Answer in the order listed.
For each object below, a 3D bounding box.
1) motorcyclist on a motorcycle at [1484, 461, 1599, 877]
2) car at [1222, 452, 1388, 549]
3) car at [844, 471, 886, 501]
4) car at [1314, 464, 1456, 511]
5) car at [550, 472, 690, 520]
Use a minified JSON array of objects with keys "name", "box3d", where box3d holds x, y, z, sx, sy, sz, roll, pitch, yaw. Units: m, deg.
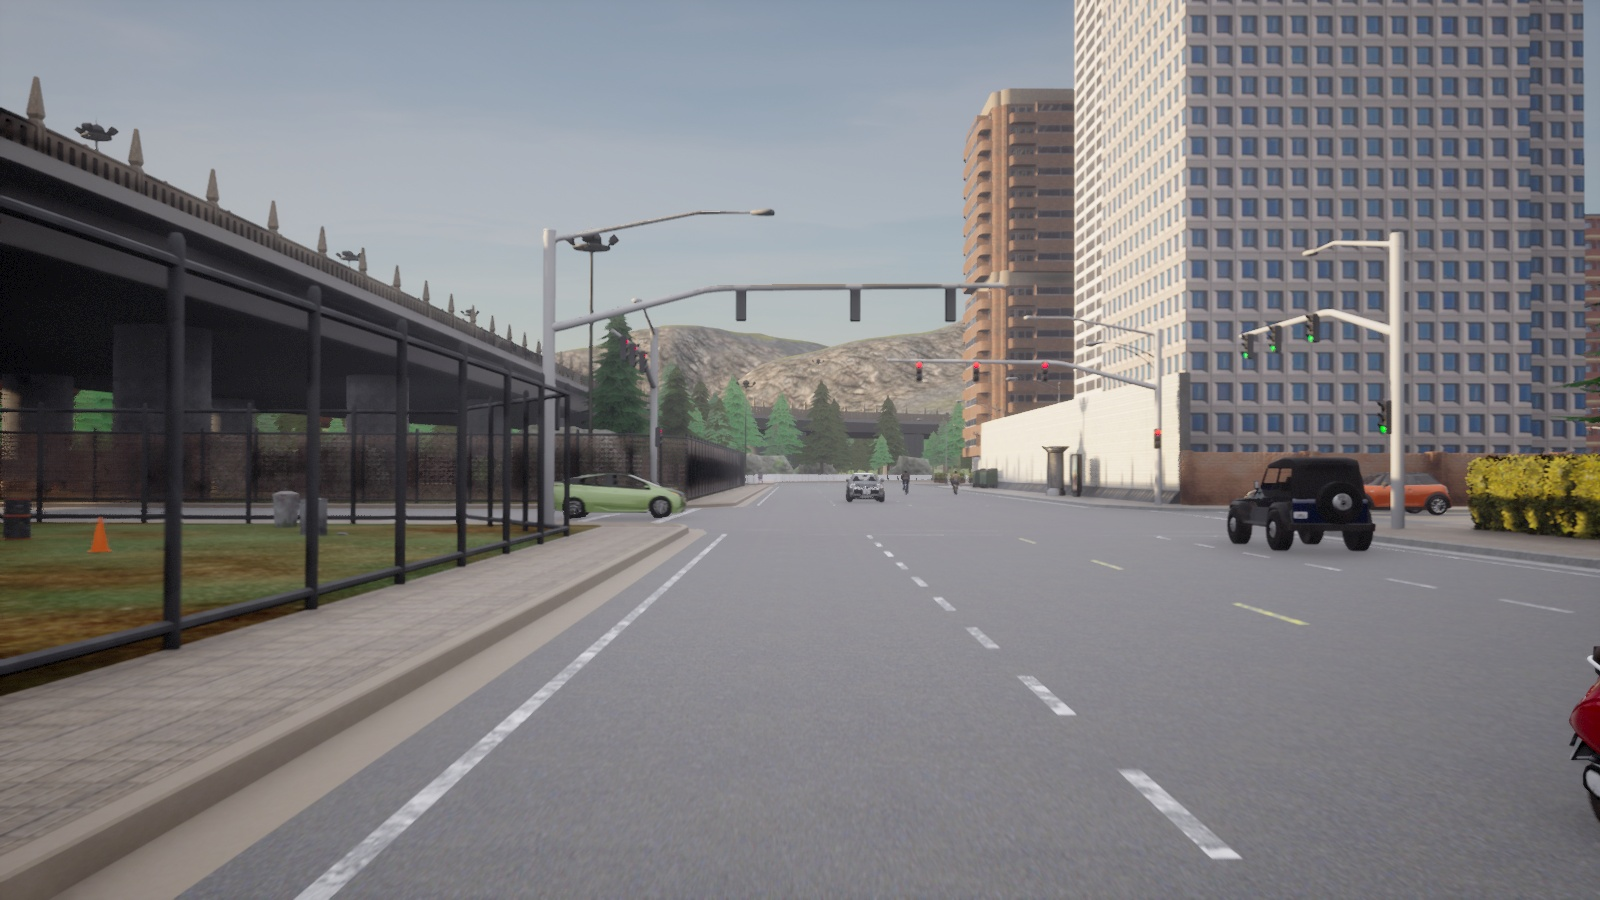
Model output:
[{"name":"motorcyclist on a motorcycle","box3d":[3.488,0.832,4.680,0.866,1.590,1.817,0,-1,0]},{"name":"car","box3d":[10.433,1.009,26.288,1.905,1.878,3.866,0,-1,0]},{"name":"car","box3d":[3.341,1.850,64.707,1.970,1.475,3.806,0,-1,0]},{"name":"car","box3d":[22.926,1.463,49.349,4.553,1.767,2.097,0,-1,0]},{"name":"car","box3d":[-6.021,1.539,42.342,4.514,1.525,2.007,-1,-1,-3]}]
